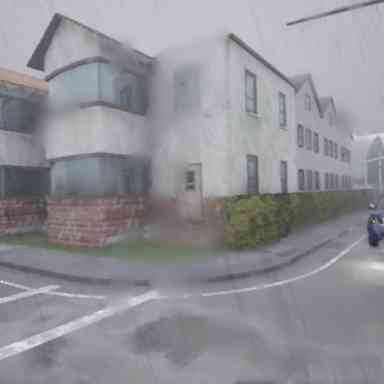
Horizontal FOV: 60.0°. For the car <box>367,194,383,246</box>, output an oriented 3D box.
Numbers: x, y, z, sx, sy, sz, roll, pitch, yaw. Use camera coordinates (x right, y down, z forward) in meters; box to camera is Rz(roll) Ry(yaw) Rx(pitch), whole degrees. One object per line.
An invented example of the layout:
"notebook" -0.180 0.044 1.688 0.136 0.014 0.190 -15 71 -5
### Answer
"car" 8.743 1.024 13.699 2.150 2.045 5.566 -1 0 36
